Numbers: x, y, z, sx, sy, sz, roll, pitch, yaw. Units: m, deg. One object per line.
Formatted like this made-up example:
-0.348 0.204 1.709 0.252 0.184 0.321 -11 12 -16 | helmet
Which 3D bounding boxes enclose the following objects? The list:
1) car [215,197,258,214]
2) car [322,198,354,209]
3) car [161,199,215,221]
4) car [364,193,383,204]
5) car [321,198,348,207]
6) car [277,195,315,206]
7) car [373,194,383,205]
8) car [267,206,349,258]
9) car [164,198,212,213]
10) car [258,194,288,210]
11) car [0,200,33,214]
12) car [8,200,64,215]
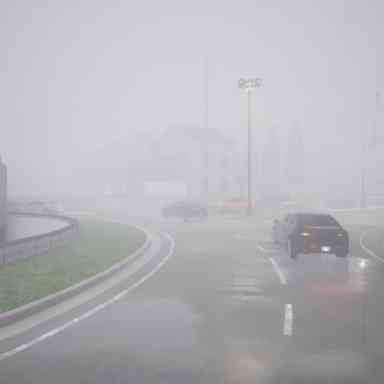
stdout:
4.204 1.347 35.114 4.553 1.767 2.097 0 0 -28 | car
20.641 1.594 46.379 4.718 1.301 1.895 0 0 -39 | car
-0.710 1.487 27.107 2.128 1.511 4.902 0 0 -35 | car
33.512 1.214 61.062 5.566 2.045 2.150 0 0 -39 | car
22.362 1.593 52.234 4.718 1.301 1.895 0 0 -38 | car
12.945 1.472 40.343 5.008 1.535 1.882 0 0 -37 | car
33.487 1.482 56.597 4.902 1.511 2.128 0 0 -38 | car
4.332 1.504 12.746 1.837 1.490 4.892 0 0 4 | car
-0.458 1.487 36.743 4.902 1.511 2.128 0 0 -22 | car
10.430 1.216 42.838 5.566 2.045 2.150 0 0 -37 | car
-20.139 1.543 35.566 5.357 1.411 2.033 0 0 1 | car
-14.772 1.522 31.991 4.674 1.442 1.812 0 0 5 | car
